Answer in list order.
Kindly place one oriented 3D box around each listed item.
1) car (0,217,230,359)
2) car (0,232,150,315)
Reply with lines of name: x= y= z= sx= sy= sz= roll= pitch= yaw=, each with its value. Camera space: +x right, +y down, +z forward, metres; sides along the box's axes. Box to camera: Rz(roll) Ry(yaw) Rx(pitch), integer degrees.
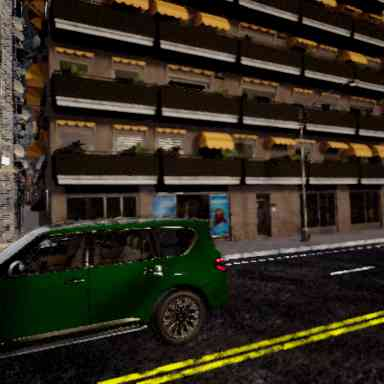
car: x=-2.022 y=1.517 z=5.679 sx=5.566 sy=2.045 sz=2.150 roll=0 pitch=-3 yaw=-26
car: x=-3.704 y=1.954 z=8.461 sx=4.892 sy=1.490 sz=1.837 roll=0 pitch=-3 yaw=-26
